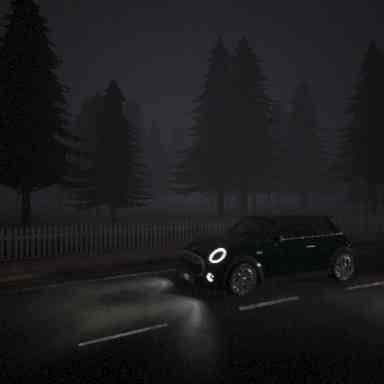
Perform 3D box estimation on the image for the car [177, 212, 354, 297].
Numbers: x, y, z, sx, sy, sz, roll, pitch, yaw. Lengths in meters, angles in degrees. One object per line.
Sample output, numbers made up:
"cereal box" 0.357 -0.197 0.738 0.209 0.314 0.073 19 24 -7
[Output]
"car" 1.914 1.352 8.587 4.553 1.767 2.097 0 0 -25
